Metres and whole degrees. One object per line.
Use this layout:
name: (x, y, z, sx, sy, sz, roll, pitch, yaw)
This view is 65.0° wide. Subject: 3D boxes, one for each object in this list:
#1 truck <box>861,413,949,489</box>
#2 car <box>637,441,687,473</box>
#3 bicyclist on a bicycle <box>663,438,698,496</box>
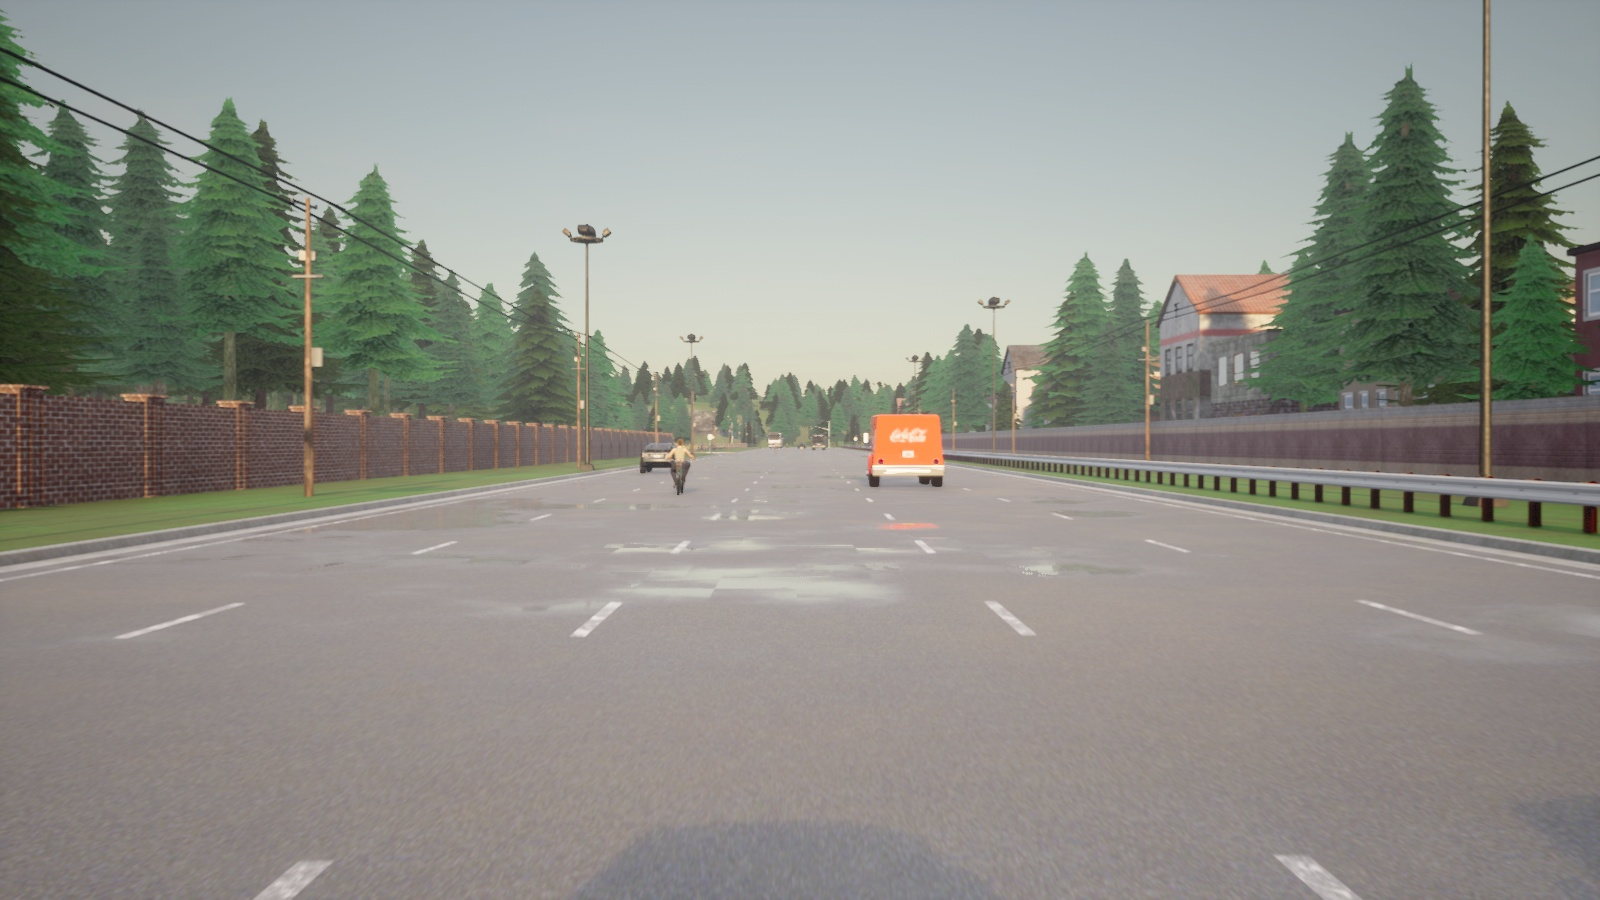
truck: (3.583, 0.016, 43.819, 2.627, 2.467, 5.204, 0, 0, 0)
car: (-6.889, 0.334, 62.899, 2.007, 1.525, 4.514, 0, 0, 0)
bicyclist on a bicycle: (-3.434, 0.476, 36.256, 0.866, 1.612, 1.509, 0, 0, 0)
